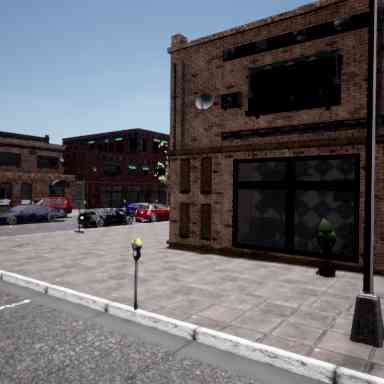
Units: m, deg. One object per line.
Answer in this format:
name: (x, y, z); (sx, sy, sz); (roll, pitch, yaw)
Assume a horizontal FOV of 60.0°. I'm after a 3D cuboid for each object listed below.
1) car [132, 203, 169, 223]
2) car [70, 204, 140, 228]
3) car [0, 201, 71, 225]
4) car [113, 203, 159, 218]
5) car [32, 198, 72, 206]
car: (-2.930, 1.724, 28.647); (1.967, 1.590, 4.097); (0, 0, 36)
car: (-6.212, 1.797, 24.172); (1.947, 1.339, 4.313); (0, 0, 36)
car: (-12.464, 1.662, 25.474); (2.033, 1.411, 5.357); (1, 0, 37)
car: (-5.765, 1.824, 34.569); (1.895, 1.301, 4.718); (1, 0, 36)
car: (-12.968, 1.415, 29.127); (2.192, 1.841, 5.009); (0, 0, 36)
